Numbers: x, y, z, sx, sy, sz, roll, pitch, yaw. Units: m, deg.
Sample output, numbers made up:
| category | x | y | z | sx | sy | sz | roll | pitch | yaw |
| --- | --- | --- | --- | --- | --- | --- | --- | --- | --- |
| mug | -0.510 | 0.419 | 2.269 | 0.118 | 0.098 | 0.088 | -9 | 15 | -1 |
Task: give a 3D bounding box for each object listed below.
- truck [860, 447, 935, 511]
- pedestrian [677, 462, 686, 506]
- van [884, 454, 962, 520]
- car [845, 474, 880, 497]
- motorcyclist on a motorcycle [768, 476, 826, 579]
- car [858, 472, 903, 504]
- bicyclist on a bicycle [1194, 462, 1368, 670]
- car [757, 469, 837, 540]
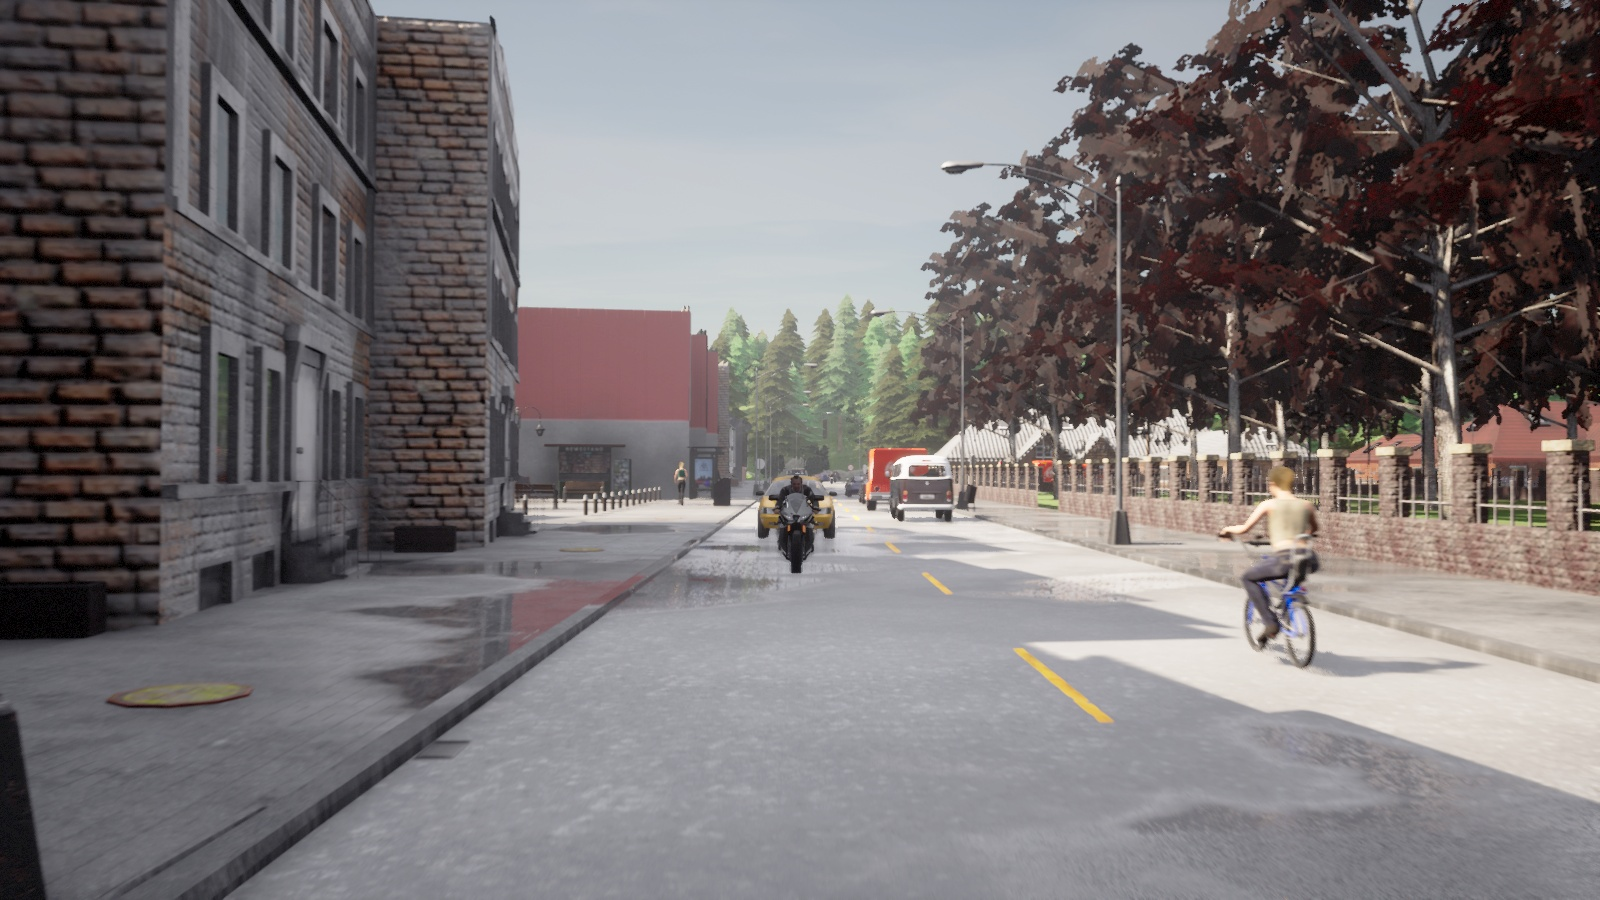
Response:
| category | x | y | z | sx | sy | sz | roll | pitch | yaw |
| --- | --- | --- | --- | --- | --- | --- | --- | --- | --- |
| truck | 3.890 | 1.163 | 50.929 | 2.627 | 2.467 | 5.204 | 0 | -1 | 0 |
| pedestrian | -4.983 | 1.429 | 52.881 | 0.345 | 1.836 | 0.594 | 0 | -1 | -3 |
| van | 3.903 | 1.199 | 40.700 | 2.069 | 2.038 | 4.480 | 0 | -2 | 0 |
| car | 3.847 | 2.164 | 77.691 | 1.994 | 1.385 | 4.181 | 0 | -1 | 1 |
| motorcyclist on a motorcycle | -0.049 | 1.184 | 19.973 | 0.866 | 1.530 | 2.191 | 0 | -1 | 0 |
| car | 3.882 | 1.832 | 61.379 | 1.837 | 1.490 | 4.892 | 0 | -1 | 0 |
| bicyclist on a bicycle | 3.970 | 0.911 | 10.501 | 0.866 | 1.612 | 1.509 | 0 | -1 | 0 |
| car | -0.075 | 1.269 | 30.758 | 1.801 | 1.575 | 5.366 | 0 | -1 | 0 |
